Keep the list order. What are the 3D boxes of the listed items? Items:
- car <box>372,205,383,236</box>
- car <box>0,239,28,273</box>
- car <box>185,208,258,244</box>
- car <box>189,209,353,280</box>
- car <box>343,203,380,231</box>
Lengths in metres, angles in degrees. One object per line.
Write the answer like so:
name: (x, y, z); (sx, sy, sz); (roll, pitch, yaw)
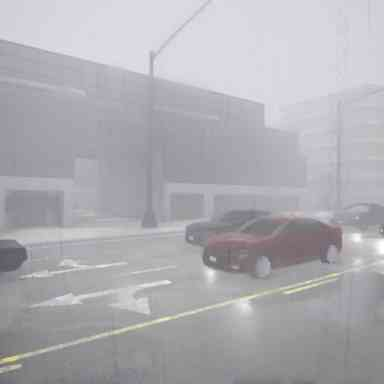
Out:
car: (10.837, 1.448, 16.020); (4.181, 1.385, 1.994); (-1, 1, -36)
car: (-6.628, 1.601, 7.871); (4.718, 1.301, 1.895); (0, 0, -35)
car: (2.004, 1.454, 14.021); (5.008, 1.535, 1.882); (0, 0, -36)
car: (2.575, 1.465, 10.129); (5.008, 1.535, 1.882); (0, 0, -36)
car: (10.213, 1.390, 19.874); (4.674, 1.442, 1.812); (-1, 0, -36)
